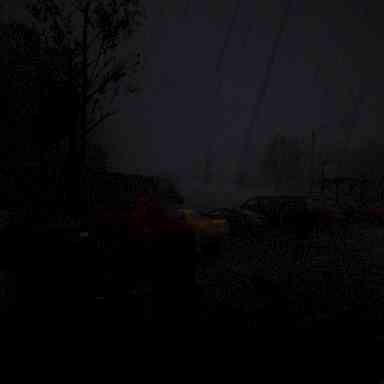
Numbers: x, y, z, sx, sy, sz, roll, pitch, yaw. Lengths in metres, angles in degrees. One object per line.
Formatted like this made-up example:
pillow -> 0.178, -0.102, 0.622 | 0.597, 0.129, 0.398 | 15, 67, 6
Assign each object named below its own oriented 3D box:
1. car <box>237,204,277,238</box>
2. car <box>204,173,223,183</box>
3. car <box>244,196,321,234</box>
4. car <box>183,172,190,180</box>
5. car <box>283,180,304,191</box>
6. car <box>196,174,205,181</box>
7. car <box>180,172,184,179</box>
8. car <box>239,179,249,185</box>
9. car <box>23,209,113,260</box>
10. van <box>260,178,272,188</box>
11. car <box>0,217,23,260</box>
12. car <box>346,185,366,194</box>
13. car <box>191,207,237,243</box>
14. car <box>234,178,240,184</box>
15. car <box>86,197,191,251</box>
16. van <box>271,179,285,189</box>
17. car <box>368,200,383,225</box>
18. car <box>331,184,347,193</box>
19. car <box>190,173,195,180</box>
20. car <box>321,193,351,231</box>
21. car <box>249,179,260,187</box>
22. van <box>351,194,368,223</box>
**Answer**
car -> 1.799, 1.548, 17.767 | 4.674, 1.452, 2.002 | -1, -1, 35
car -> 5.968, -3.177, 82.856 | 1.946, 1.575, 5.366 | 7, 3, 34
car -> 4.227, 1.262, 19.524 | 5.566, 2.045, 2.435 | -1, -1, 35
car -> 0.597, -4.086, 90.055 | 2.185, 1.767, 4.553 | 4, 1, 33
car -> 19.700, -0.994, 62.991 | 2.231, 1.521, 4.892 | 7, 3, 35
car -> 4.118, -3.700, 85.117 | 2.435, 2.045, 5.566 | 7, 3, 34
car -> -1.174, -4.363, 92.403 | 2.435, 2.045, 5.566 | 1, -1, 34
car -> 12.811, -2.045, 72.880 | 2.002, 1.452, 4.674 | 7, 4, 35
car -> -5.575, 1.523, 12.571 | 4.792, 1.488, 2.163 | -1, -1, 35
van -> 16.214, -1.765, 67.827 | 1.878, 1.987, 4.442 | 7, 4, 35
car -> -7.996, 1.493, 10.826 | 4.892, 1.521, 2.231 | -1, -1, 35
car -> 26.596, 0.135, 53.130 | 2.002, 1.452, 4.674 | 7, 3, 35
car -> -0.809, 1.502, 16.141 | 5.366, 1.575, 1.946 | -1, -1, 35
car -> 11.069, -2.318, 75.343 | 2.002, 1.452, 4.674 | 7, 3, 35
car -> -3.129, 1.247, 14.315 | 5.566, 2.045, 2.435 | -1, -1, 35
van -> 17.941, -1.492, 65.355 | 1.878, 1.987, 4.442 | 7, 4, 35
car -> 11.691, 1.402, 24.645 | 4.553, 1.767, 2.185 | -1, -1, 35
car -> 24.906, -0.427, 55.603 | 2.435, 2.045, 5.566 | 7, 3, 35
car -> 2.325, -3.851, 87.584 | 2.185, 1.767, 4.553 | 6, 3, 34
car -> 6.741, 1.266, 21.227 | 5.566, 2.045, 2.435 | -1, -1, 35
car -> 14.641, -1.813, 70.559 | 1.946, 1.575, 5.366 | 7, 3, 35
van -> 9.281, 1.296, 22.896 | 4.442, 1.987, 1.878 | -1, -1, 35
